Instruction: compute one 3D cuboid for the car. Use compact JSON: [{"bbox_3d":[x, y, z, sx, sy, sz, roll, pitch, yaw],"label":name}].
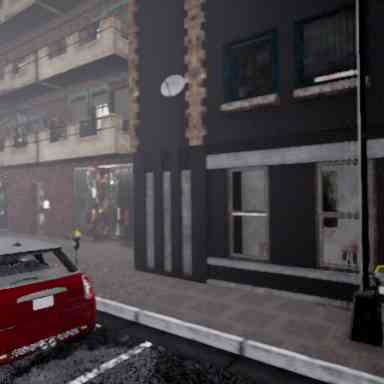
[{"bbox_3d":[-3.466,1.425,5.347,4.097,1.590,1.967,0,-1,35],"label":"car"}]
